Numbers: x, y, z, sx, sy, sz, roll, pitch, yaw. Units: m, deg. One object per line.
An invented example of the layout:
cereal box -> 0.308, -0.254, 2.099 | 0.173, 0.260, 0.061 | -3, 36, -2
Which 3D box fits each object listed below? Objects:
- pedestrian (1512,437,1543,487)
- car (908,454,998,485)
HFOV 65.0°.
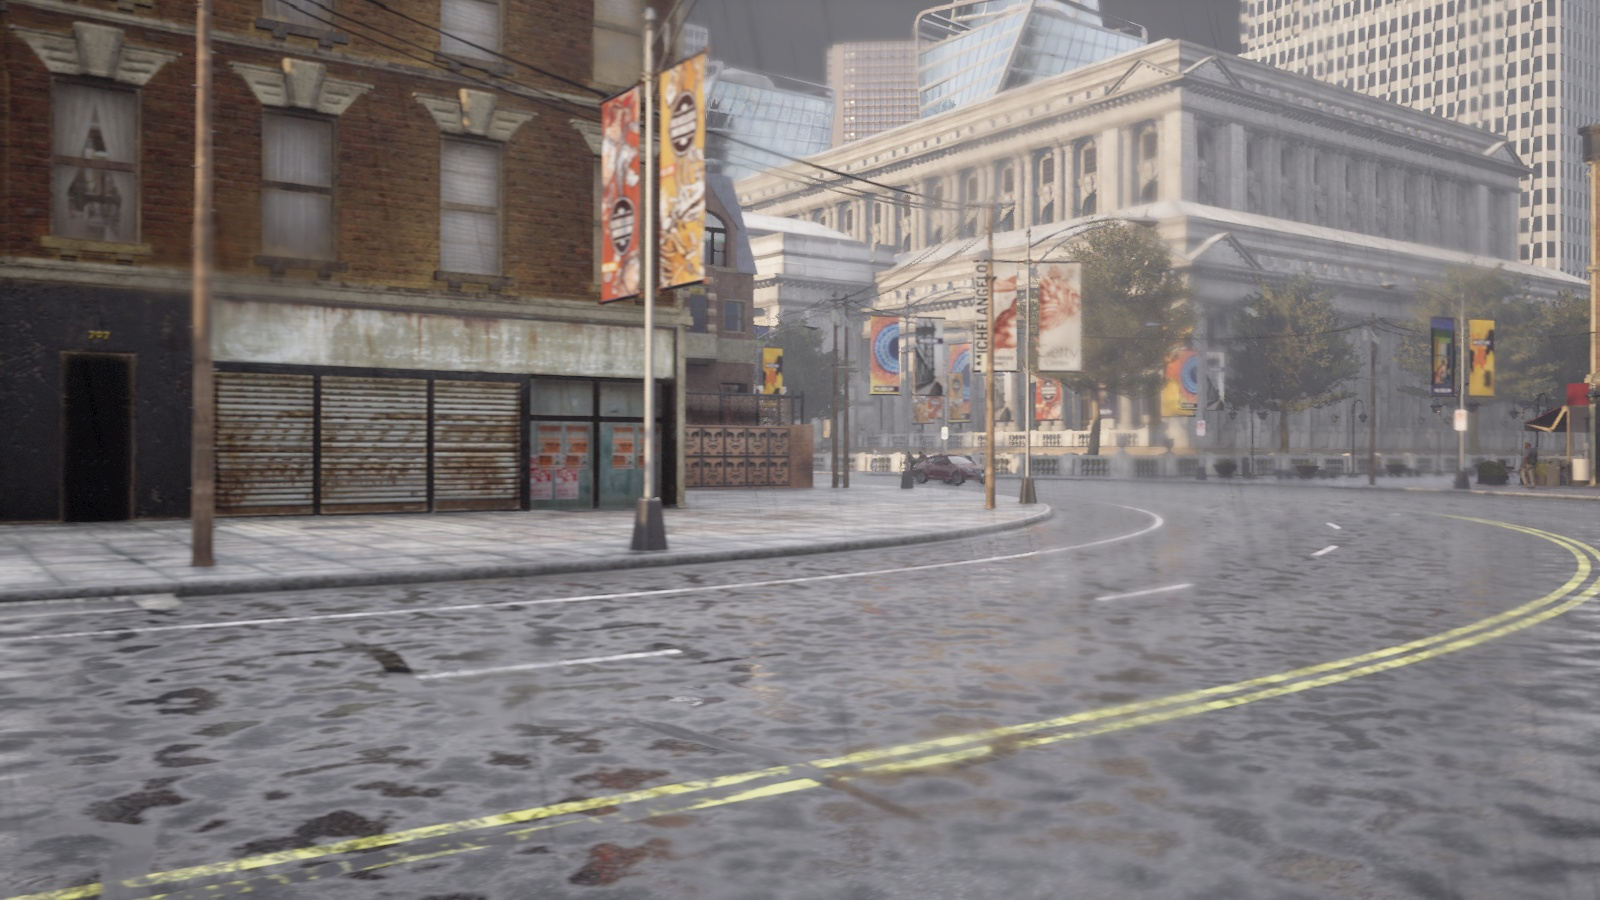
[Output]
pedestrian -> 27.705, 0.462, 47.807 | 0.563, 1.883, 0.849 | 0, 0, -18
car -> 7.421, 0.907, 61.314 | 1.812, 1.442, 4.674 | 0, 0, -32
